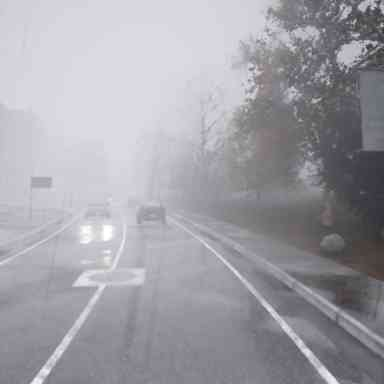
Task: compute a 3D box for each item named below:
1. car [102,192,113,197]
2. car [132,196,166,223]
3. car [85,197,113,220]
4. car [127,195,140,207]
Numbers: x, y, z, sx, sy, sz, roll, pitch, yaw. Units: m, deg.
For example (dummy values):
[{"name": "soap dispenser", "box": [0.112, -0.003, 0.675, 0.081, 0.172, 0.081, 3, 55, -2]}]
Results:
[{"name": "car", "box": [-16.707, 0.607, 66.112, 1.994, 1.385, 4.181, 1, 1, -13]}, {"name": "car", "box": [-3.059, 1.329, 23.909, 1.882, 1.535, 5.008, 1, 1, -12]}, {"name": "car", "box": [-7.247, 1.354, 25.892, 1.895, 1.301, 4.718, 1, 1, -13]}, {"name": "car", "box": [-7.089, 1.078, 41.277, 1.812, 1.442, 4.674, 1, 1, -13]}]
